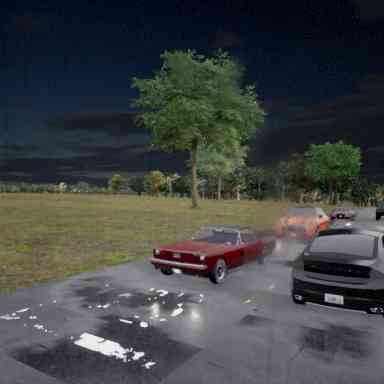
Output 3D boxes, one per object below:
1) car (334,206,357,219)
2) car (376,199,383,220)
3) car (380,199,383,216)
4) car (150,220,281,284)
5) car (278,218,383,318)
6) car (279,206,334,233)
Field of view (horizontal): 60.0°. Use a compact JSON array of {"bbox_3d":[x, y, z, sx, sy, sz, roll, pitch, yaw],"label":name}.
[{"bbox_3d":[14.404,2.039,31.576,1.994,1.385,4.181,0,-1,32],"label":"car"},{"bbox_3d":[19.626,1.742,33.094,2.150,2.045,5.566,0,-1,32],"label":"car"},{"bbox_3d":[25.303,1.921,42.254,2.150,2.045,5.566,0,-1,32],"label":"car"},{"bbox_3d":[0.885,1.722,10.242,1.895,1.301,4.718,0,-1,35],"label":"car"},{"bbox_3d":[3.698,1.602,7.708,1.837,1.490,4.892,0,-1,32],"label":"car"},{"bbox_3d":[6.270,1.613,18.611,2.097,1.767,4.553,0,-1,32],"label":"car"}]
